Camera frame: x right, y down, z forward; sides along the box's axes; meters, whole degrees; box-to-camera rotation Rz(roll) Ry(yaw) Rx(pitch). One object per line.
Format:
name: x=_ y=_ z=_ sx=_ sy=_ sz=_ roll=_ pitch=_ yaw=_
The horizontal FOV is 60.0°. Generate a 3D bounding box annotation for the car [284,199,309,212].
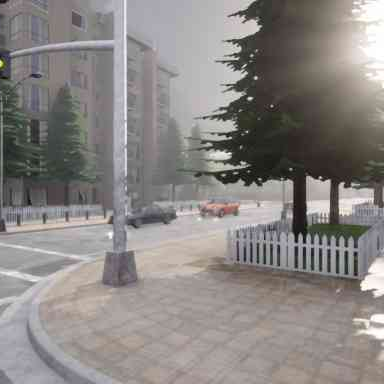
car: x=12.128 y=1.541 z=38.738 sx=1.812 sy=1.442 sz=4.674 roll=0 pitch=0 yaw=33

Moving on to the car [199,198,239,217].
car: x=2.586 y=1.367 z=31.021 sx=2.097 sy=1.767 sz=4.553 roll=0 pitch=0 yaw=34

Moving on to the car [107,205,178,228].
car: x=-3.135 y=1.562 z=22.479 sx=2.033 sy=1.411 sz=5.357 roll=0 pitch=0 yaw=34
